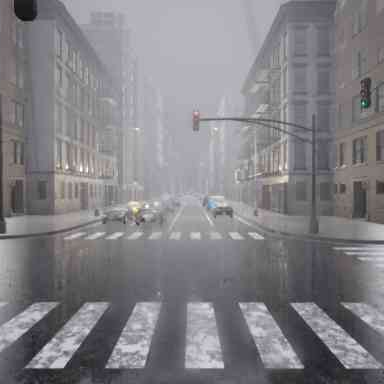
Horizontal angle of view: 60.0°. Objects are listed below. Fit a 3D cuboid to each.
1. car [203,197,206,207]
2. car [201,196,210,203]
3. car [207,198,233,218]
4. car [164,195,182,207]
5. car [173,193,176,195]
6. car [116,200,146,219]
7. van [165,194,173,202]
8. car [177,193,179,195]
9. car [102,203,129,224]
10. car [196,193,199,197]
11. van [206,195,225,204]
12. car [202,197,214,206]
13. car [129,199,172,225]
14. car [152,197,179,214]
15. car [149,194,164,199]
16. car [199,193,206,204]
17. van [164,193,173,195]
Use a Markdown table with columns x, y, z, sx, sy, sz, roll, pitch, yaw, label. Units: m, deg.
| x | y | z | sx | sy | sz | roll | pitch | yaw | label |
| --- | --- | --- | --- | --- | --- | --- | --- | --- | --- |
| 2.685 | 1.576 | 40.655 | 1.802 | 1.307 | 4.206 | 0 | 0 | 0 | car |
| 2.721 | 1.516 | 67.855 | 1.752 | 1.417 | 4.829 | 0 | 0 | 0 | car |
| 2.671 | 1.546 | 29.842 | 2.008 | 1.369 | 4.403 | 0 | 0 | 0 | car |
| -2.774 | 1.556 | 49.938 | 1.994 | 1.385 | 4.181 | 0 | 0 | 0 | car |
| -5.358 | 1.305 | 73.099 | 2.192 | 1.841 | 5.009 | 0 | 0 | 0 | car |
| -5.363 | 1.520 | 29.680 | 1.752 | 1.417 | 4.829 | 0 | 0 | 0 | car |
| -5.357 | 1.330 | 78.506 | 1.690 | 1.788 | 3.998 | 0 | 0 | 0 | van |
| -5.356 | 1.539 | 89.318 | 2.008 | 1.369 | 4.403 | 0 | 0 | 0 | car |
| -5.364 | 1.547 | 24.444 | 2.008 | 1.369 | 4.403 | 0 | 0 | 0 | car |
| 2.742 | 1.533 | 83.905 | 1.887 | 1.381 | 4.507 | 0 | 0 | 0 | car |
| 2.678 | 1.335 | 35.249 | 1.690 | 1.788 | 3.998 | 0 | 0 | 0 | van |
| 2.706 | 1.558 | 56.874 | 1.947 | 1.339 | 4.313 | 0 | 0 | 0 | car |
| -2.823 | 1.488 | 23.809 | 2.128 | 1.511 | 4.902 | 0 | 0 | 0 | car |
| -2.806 | 1.541 | 36.291 | 2.033 | 1.411 | 5.357 | 0 | 0 | 0 | car |
| -5.361 | 1.433 | 46.069 | 1.967 | 1.590 | 4.097 | 0 | 0 | 0 | car |
| 2.699 | 1.307 | 51.467 | 2.192 | 1.841 | 5.009 | 0 | 0 | 0 | car |
| -5.358 | 1.332 | 67.693 | 1.690 | 1.788 | 3.998 | 0 | 0 | 0 | van |
